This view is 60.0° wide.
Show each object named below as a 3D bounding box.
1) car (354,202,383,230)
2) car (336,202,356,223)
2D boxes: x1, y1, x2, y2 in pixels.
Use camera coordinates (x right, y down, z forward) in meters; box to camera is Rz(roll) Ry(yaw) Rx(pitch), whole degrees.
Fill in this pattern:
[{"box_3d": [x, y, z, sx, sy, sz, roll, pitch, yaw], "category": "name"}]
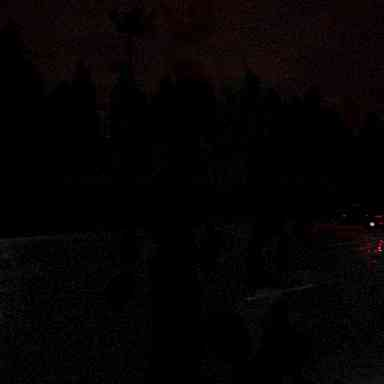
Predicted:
[{"box_3d": [11.955, 1.482, 19.499, 4.892, 1.490, 1.837, -1, 0, -31], "category": "car"}, {"box_3d": [12.481, 1.446, 23.912, 5.008, 1.535, 1.882, 0, 0, -31], "category": "car"}]
